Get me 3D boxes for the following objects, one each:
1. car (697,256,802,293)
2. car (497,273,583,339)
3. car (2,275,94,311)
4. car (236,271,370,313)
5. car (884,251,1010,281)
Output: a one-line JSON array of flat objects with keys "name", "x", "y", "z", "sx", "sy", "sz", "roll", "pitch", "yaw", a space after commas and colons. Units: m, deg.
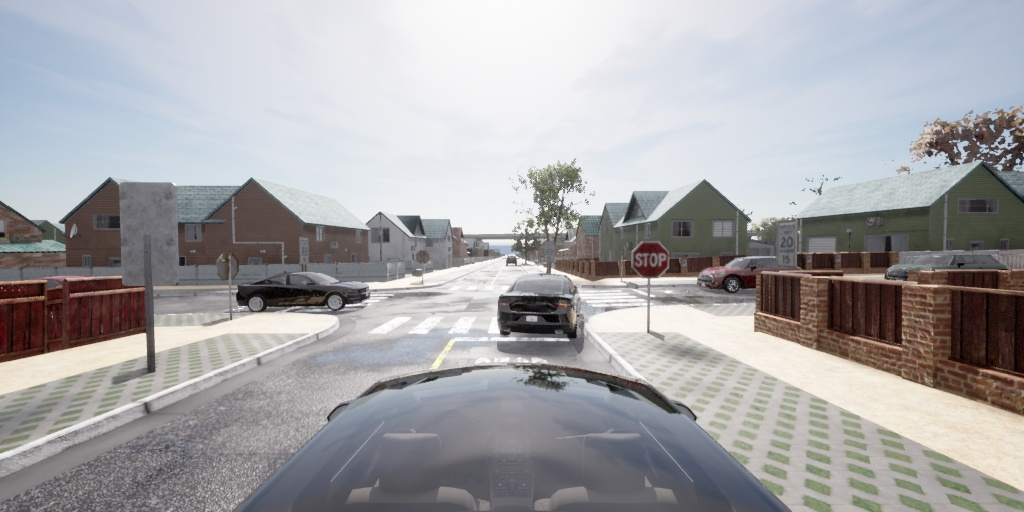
[{"name": "car", "x": 11.787, "y": 0.821, "z": 17.901, "sx": 4.553, "sy": 1.767, "sz": 2.097, "roll": -1, "pitch": 2, "yaw": 0}, {"name": "car", "x": 0.948, "y": 1.224, "z": 10.279, "sx": 1.882, "sy": 1.535, "sz": 5.008, "roll": 0, "pitch": 0, "yaw": 12}, {"name": "car", "x": -18.037, "y": 1.547, "z": 14.720, "sx": 5.008, "sy": 1.535, "sz": 1.882, "roll": -1, "pitch": 2, "yaw": 0}, {"name": "car", "x": -8.484, "y": 1.377, "z": 14.794, "sx": 5.008, "sy": 1.535, "sz": 1.882, "roll": -1, "pitch": 2, "yaw": 0}, {"name": "car", "x": 21.682, "y": 0.646, "z": 17.985, "sx": 4.553, "sy": 1.767, "sz": 2.097, "roll": -1, "pitch": 2, "yaw": 0}]
